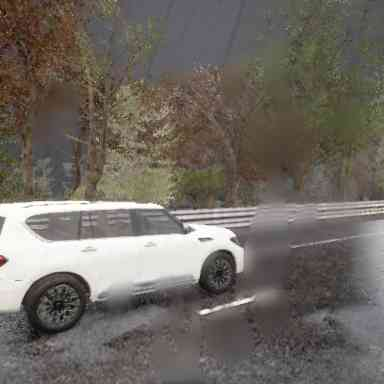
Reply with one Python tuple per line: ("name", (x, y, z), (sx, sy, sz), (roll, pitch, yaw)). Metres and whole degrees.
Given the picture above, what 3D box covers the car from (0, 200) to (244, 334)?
("car", (-1.447, 1.191, 6.956), (5.566, 2.045, 2.150), (-1, 0, -35))
